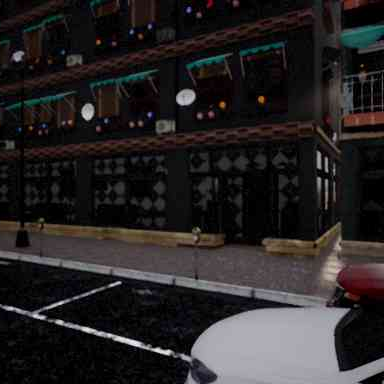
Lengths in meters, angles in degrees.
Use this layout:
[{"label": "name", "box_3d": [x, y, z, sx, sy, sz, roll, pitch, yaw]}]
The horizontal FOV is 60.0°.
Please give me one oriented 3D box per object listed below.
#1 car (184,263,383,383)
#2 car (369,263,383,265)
[{"label": "car", "box_3d": [2.174, 1.539, 2.523, 4.674, 1.442, 1.812, 0, 0, 28]}, {"label": "car", "box_3d": [4.141, 1.335, 3.576, 5.009, 1.841, 2.192, 0, 0, 29]}]
